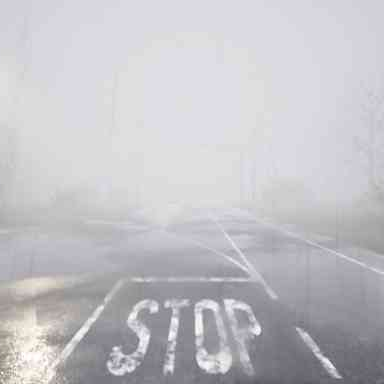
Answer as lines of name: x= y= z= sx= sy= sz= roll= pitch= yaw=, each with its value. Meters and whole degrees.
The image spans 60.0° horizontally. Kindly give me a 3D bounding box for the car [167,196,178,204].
car: x=-3.427 y=1.380 z=59.162 sx=2.128 sy=1.511 sz=4.902 roll=0 pitch=0 yaw=0
